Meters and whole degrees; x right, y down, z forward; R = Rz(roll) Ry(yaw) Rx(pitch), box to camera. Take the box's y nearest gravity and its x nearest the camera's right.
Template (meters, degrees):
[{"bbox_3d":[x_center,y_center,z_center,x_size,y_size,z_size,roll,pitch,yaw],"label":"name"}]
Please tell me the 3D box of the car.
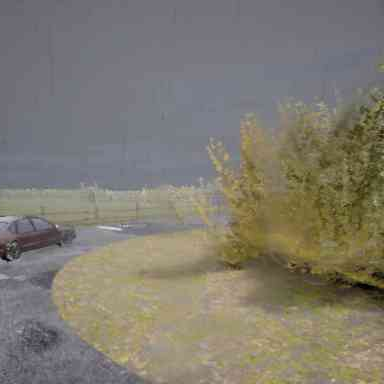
[{"bbox_3d":[-6.507,1.605,12.519,2.033,1.411,5.357,0,0,12],"label":"car"}]
